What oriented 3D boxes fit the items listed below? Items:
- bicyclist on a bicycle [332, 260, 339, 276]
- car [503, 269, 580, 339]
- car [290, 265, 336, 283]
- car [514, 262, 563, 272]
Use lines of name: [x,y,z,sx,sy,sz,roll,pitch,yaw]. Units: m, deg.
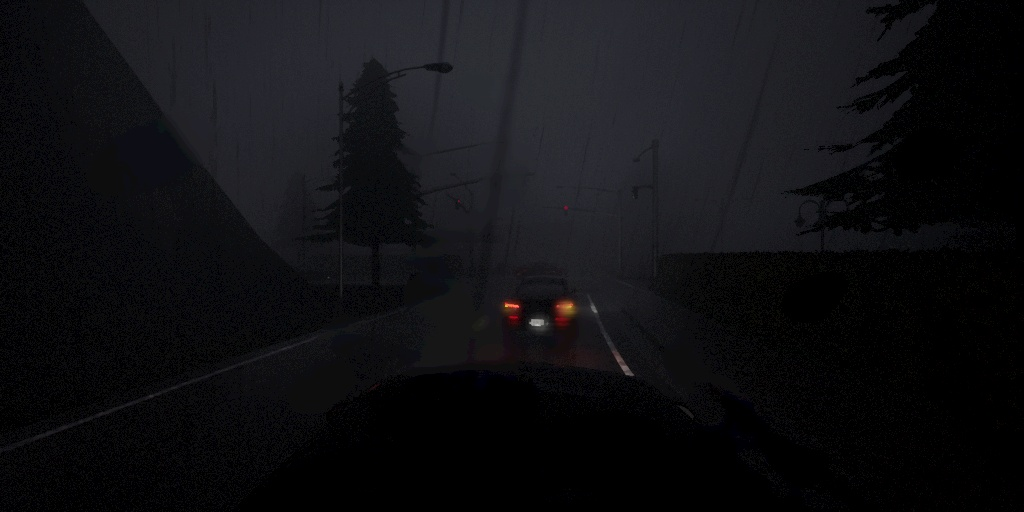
bicyclist on a bicycle: [-17.376,1.203,35.307,0.582,1.620,1.656,0,0,8]
car: [0.916,1.276,10.034,1.812,1.442,4.674,0,0,9]
car: [-16.339,1.351,28.000,4.718,1.301,1.895,0,0,9]
car: [2.421,1.228,28.953,5.008,1.535,1.882,0,1,-39]
